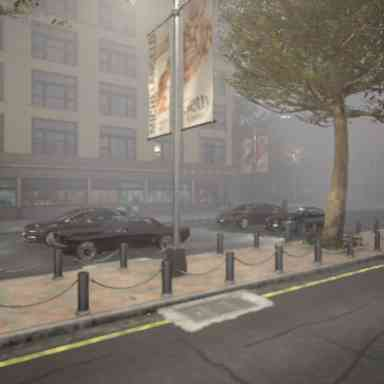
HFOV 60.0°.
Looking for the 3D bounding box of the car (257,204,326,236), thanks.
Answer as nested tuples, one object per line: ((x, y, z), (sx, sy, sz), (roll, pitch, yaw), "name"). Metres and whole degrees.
((5.789, 1.463, 17.666), (4.181, 1.385, 1.994), (0, 0, -35), "car")

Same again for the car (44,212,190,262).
((-2.499, 1.541, 11.974), (4.718, 1.301, 1.895), (0, 0, -35), "car")

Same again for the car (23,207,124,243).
((-4.727, 1.433, 14.678), (4.892, 1.490, 1.837), (0, 0, -35), "car")

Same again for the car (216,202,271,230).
((3.716, 1.391, 20.485), (4.892, 1.490, 1.837), (0, 0, -34), "car")
